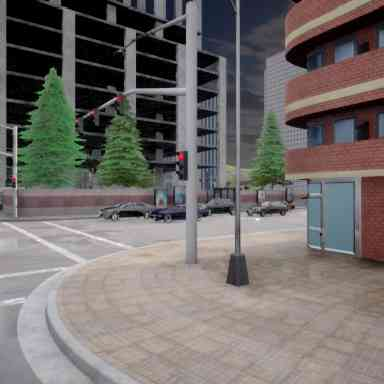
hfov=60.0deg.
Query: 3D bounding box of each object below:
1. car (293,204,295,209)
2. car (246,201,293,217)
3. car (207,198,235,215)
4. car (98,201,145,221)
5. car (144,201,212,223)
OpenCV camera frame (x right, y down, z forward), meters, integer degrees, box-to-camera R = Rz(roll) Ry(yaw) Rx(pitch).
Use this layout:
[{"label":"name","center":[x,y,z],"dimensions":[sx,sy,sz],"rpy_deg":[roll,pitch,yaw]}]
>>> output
[{"label":"car","center":[9.582,1.656,38.117],"dimensions":[4.718,1.301,1.895],"rpy_deg":[0,0,-35]},{"label":"car","center":[7.345,1.581,32.236],"dimensions":[4.674,1.442,1.812],"rpy_deg":[0,0,-35]},{"label":"car","center":[2.187,1.407,32.876],"dimensions":[4.553,1.767,2.097],"rpy_deg":[0,0,-35]},{"label":"car","center":[-5.295,1.547,27.576],"dimensions":[4.902,1.511,2.128],"rpy_deg":[0,0,-35]},{"label":"car","center":[-1.032,1.656,26.307],"dimensions":[4.718,1.301,1.895],"rpy_deg":[0,0,-35]}]
